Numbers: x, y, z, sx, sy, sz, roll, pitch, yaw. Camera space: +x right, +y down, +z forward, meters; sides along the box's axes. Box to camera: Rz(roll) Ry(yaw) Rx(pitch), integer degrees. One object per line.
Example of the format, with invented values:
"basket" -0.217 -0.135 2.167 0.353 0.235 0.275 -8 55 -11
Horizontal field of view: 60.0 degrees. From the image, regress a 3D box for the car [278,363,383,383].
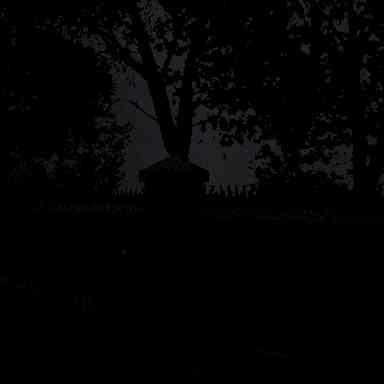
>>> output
"car" 2.292 1.547 1.259 4.403 1.369 2.008 0 0 36
